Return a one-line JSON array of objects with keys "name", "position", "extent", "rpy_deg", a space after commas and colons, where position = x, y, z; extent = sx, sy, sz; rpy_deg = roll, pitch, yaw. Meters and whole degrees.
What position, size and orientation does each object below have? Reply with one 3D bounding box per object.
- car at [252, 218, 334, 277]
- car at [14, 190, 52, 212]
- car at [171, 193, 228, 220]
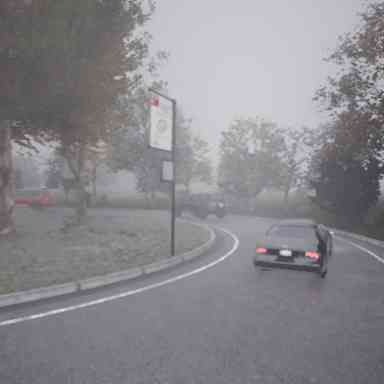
[{"name": "car", "position": [3.309, 1.540, 10.401], "extent": [2.033, 1.411, 5.357], "rpy_deg": [1, 0, 24]}, {"name": "car", "position": [-16.567, 0.810, 32.255], "extent": [5.566, 2.045, 2.150], "rpy_deg": [2, -1, -13]}, {"name": "car", "position": [0.543, 1.110, 27.266], "extent": [2.150, 2.045, 5.566], "rpy_deg": [1, 0, -38]}]
